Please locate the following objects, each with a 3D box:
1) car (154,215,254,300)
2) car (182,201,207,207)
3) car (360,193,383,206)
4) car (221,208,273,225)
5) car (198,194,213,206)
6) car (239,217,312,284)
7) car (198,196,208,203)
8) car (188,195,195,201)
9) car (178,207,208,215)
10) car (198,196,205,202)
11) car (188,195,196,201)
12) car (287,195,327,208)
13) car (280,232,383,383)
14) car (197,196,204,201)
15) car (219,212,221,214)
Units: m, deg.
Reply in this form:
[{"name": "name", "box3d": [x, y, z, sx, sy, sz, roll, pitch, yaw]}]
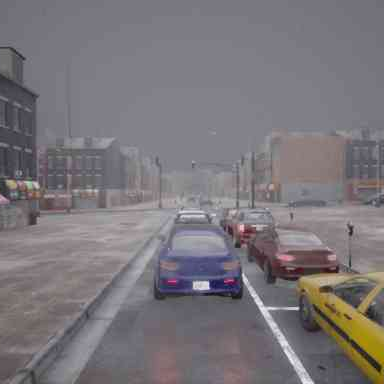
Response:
[{"name": "car", "box3d": [0.084, 1.527, 8.317, 1.812, 1.442, 4.674, 0, 0, -2]}, {"name": "car", "box3d": [-0.028, 1.622, 25.809, 1.895, 1.301, 4.718, 0, 0, 0]}, {"name": "car", "box3d": [23.286, 0.883, 40.795, 4.892, 1.490, 1.837, -2, 0, 0]}, {"name": "car", "box3d": [2.603, 1.446, 14.756, 1.967, 1.590, 4.097, 0, 0, 0]}, {"name": "car", "box3d": [2.508, 1.567, 57.565, 1.967, 1.590, 4.097, -1, 0, 0]}, {"name": "car", "box3d": [2.616, 1.584, 9.289, 1.802, 1.307, 4.206, 0, 0, 0]}, {"name": "car", "box3d": [2.473, 1.645, 73.772, 1.967, 1.590, 4.097, -1, 0, 0]}, {"name": "car", "box3d": [-0.198, 1.671, 93.036, 1.812, 1.442, 4.674, 0, 0, 0]}, {"name": "car", "box3d": [0.053, 1.607, 15.718, 1.895, 1.301, 4.718, 0, 0, 0]}, {"name": "car", "box3d": [2.438, 1.822, 90.148, 1.752, 1.417, 4.829, -1, 0, 0]}, {"name": "car", "box3d": [-0.175, 1.744, 82.615, 1.837, 1.490, 4.892, 0, 0, 0]}, {"name": "car", "box3d": [14.057, 1.143, 40.755, 4.674, 1.442, 1.812, -1, 0, 1]}, {"name": "car", "box3d": [2.627, 1.525, 3.992, 1.752, 1.417, 4.829, 0, 0, 0]}, {"name": "car", "box3d": [2.426, 1.856, 95.551, 1.752, 1.417, 4.829, -1, 0, 0]}, {"name": "car", "box3d": [2.592, 1.594, 20.222, 1.802, 1.307, 4.206, 0, 0, 0]}]
